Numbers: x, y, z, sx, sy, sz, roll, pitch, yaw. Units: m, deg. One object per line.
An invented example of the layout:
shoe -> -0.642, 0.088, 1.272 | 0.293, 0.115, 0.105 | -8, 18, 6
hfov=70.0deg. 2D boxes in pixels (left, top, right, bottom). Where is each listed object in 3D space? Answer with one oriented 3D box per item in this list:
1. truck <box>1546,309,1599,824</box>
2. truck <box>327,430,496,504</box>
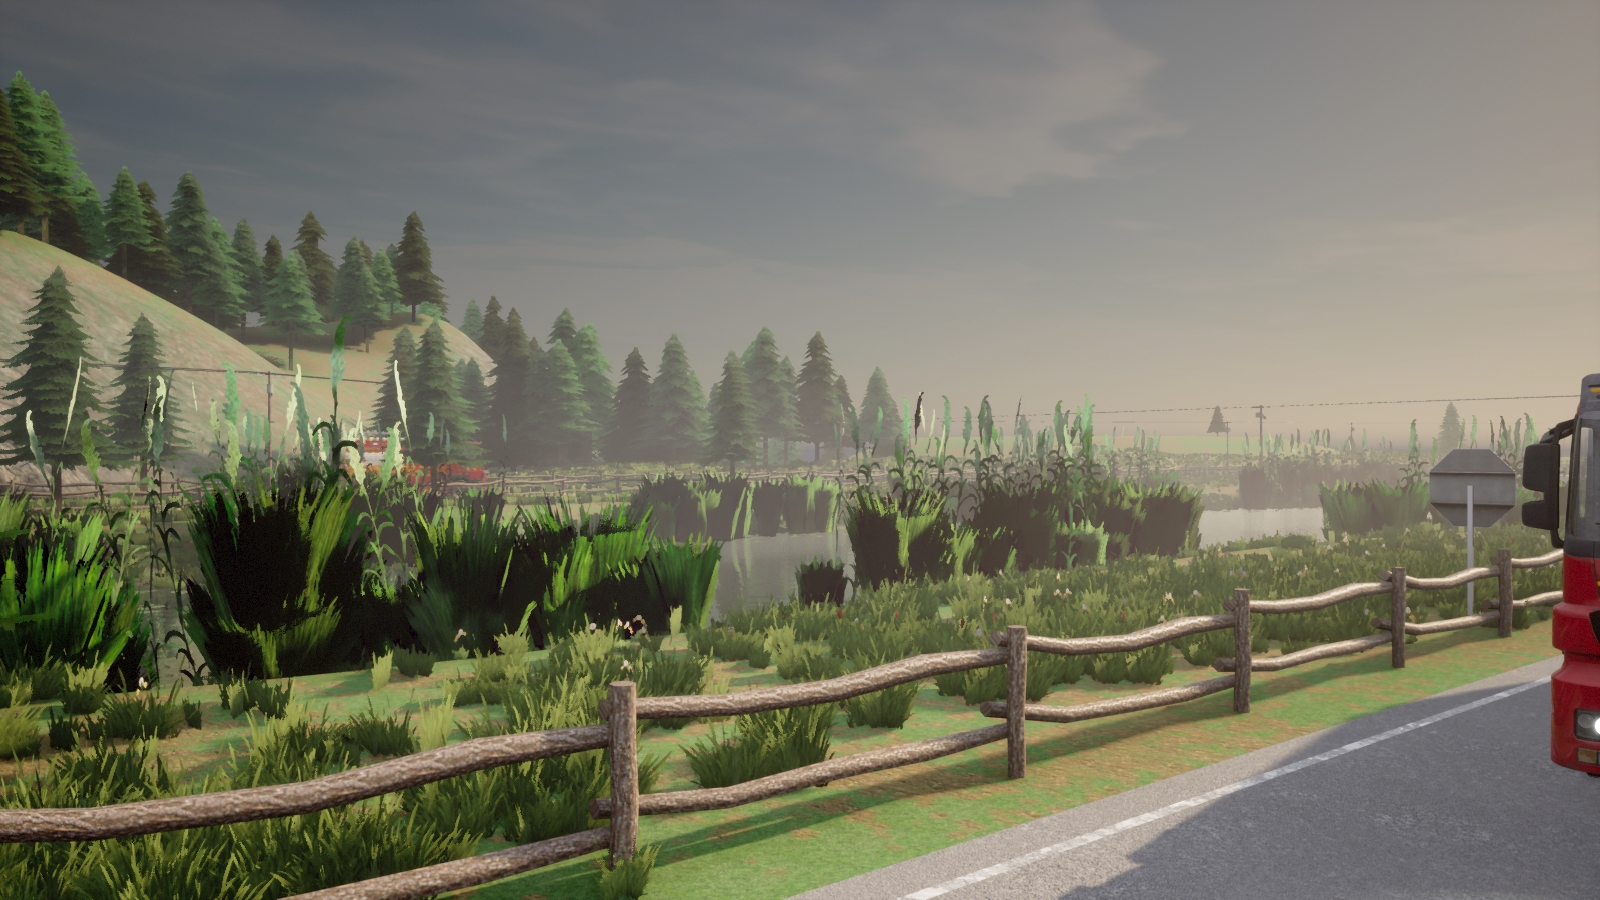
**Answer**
truck -> 9.563, 0.862, 10.966 | 2.891, 3.827, 8.468 | 0, 0, 41
truck -> -21.253, 0.890, 62.995 | 2.891, 3.827, 8.468 | 0, 0, 43
